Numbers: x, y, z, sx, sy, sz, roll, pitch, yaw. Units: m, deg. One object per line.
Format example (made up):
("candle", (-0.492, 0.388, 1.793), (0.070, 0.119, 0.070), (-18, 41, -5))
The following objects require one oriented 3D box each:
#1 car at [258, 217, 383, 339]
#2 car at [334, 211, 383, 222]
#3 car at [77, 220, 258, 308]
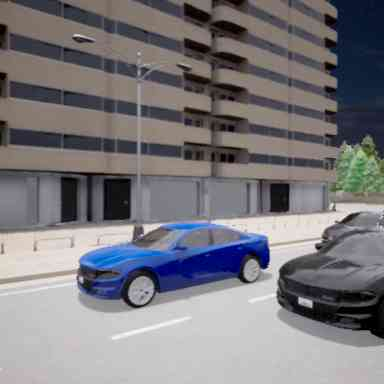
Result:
("car", (3.830, 1.506, 6.807), (5.008, 1.535, 1.882), (0, 0, -36))
("car", (7.286, 1.561, 13.716), (4.892, 1.490, 1.837), (0, 0, -37))
("car", (-0.214, 1.505, 8.183), (5.008, 1.535, 1.882), (0, 0, -36))
